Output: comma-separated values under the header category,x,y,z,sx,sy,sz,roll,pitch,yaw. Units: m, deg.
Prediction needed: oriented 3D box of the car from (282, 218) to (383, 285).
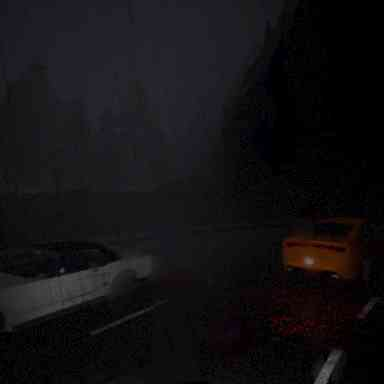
category,x,y,z,sx,sy,sz,roll,pitch,yaw
car,4.516,1.493,9.742,1.882,1.535,5.008,-2,-1,44

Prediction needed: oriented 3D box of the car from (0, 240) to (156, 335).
category,x,y,z,sx,sy,sz,roll,pitch,yaw
car,-2.911,1.722,6.559,1.895,1.301,4.718,-1,-1,34
